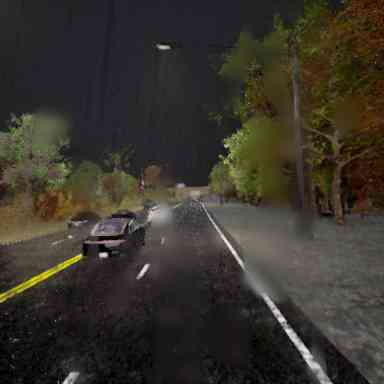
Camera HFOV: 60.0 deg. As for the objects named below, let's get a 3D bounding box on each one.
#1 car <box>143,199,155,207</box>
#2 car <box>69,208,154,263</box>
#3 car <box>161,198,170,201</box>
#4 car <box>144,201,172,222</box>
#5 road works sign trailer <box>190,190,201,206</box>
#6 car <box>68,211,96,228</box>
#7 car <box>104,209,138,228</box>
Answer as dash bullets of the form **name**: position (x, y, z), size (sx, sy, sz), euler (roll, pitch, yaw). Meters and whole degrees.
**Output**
- **car**: position (-8.982, 2.608, 71.385), size (2.150, 2.045, 5.566), euler (-3, -1, 1)
- **car**: position (-3.094, 1.842, 13.969), size (2.128, 1.511, 4.902), euler (-1, 3, 0)
- **car**: position (-5.737, 2.446, 71.324), size (2.150, 2.045, 5.566), euler (-3, -1, 1)
- **car**: position (-2.964, 1.997, 30.706), size (1.812, 1.442, 4.674), euler (-6, 2, 1)
- **road works sign trailer**: position (0.836, 1.378, 74.690), size (2.380, 3.560, 2.880), euler (-2, -1, 1)
- **car**: position (-9.653, 2.488, 30.183), size (1.812, 1.442, 4.674), euler (-3, -1, 1)
- **car**: position (-6.340, 2.363, 30.319), size (1.994, 1.385, 4.181), euler (-3, -1, 2)
